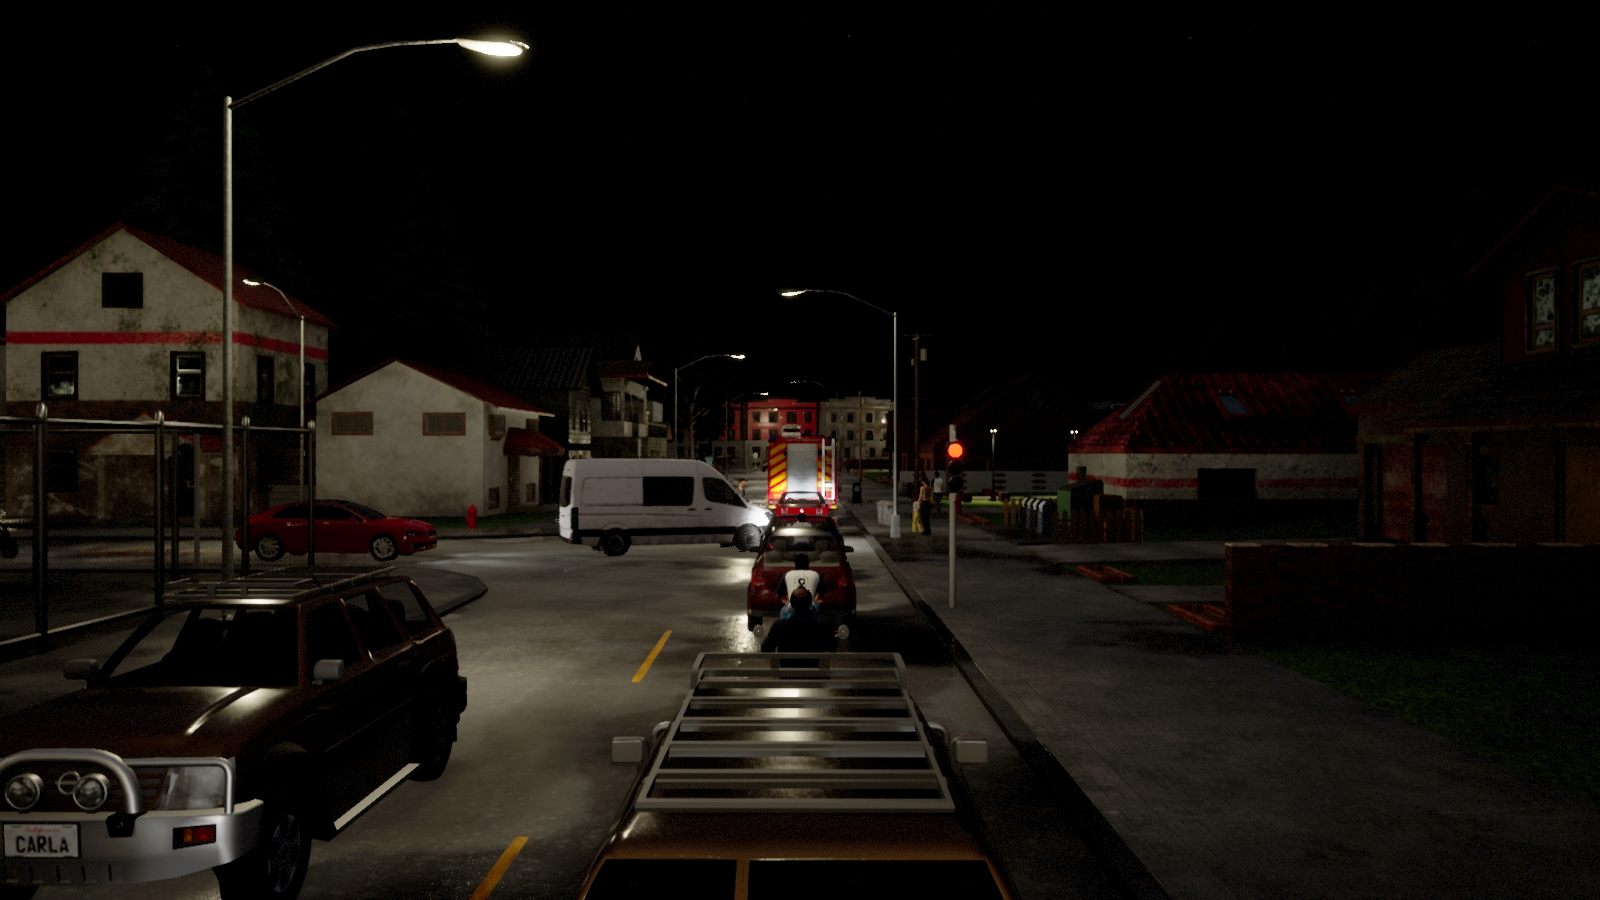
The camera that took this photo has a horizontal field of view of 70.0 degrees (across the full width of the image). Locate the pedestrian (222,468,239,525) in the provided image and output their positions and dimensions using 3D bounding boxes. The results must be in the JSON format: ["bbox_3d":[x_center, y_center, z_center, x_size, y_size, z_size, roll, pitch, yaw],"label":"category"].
[{"bbox_3d":[-18.710,1.510,37.532,0.375,1.860,0.375,0,0,0],"label":"pedestrian"}]

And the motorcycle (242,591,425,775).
[{"bbox_3d":[-3.994,1.958,9.954,0.856,1.236,1.805,0,0,0],"label":"motorcycle"}]

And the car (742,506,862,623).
[{"bbox_3d":[0.027,1.798,18.824,1.789,1.549,3.705,0,0,0],"label":"car"}]

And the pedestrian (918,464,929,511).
[{"bbox_3d":[4.948,1.506,45.873,0.375,1.860,0.375,0,0,-1],"label":"pedestrian"}]

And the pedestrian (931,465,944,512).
[{"bbox_3d":[5.406,1.507,44.977,0.375,1.860,0.375,0,0,-17],"label":"pedestrian"}]

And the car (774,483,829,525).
[{"bbox_3d":[0.072,1.919,41.664,1.895,1.301,4.718,0,0,0],"label":"car"}]

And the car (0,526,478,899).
[{"bbox_3d":[-3.983,1.640,8.349,1.932,1.855,4.605,0,0,0],"label":"car"}]

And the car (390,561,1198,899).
[{"bbox_3d":[-0.006,1.641,5.035,1.932,1.855,4.605,0,0,0],"label":"car"}]

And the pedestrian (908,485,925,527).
[{"bbox_3d":[3.726,1.791,36.468,0.375,1.300,0.375,0,0,-43],"label":"pedestrian"}]

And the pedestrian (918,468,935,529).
[{"bbox_3d":[3.966,1.512,35.748,0.375,1.860,0.375,0,0,-26],"label":"pedestrian"}]

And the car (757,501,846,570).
[{"bbox_3d":[0.042,1.918,26.664,1.895,1.301,4.718,0,0,0],"label":"car"}]

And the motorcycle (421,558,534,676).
[{"bbox_3d":[-3.894,1.987,13.966,0.803,1.145,2.033,0,0,0],"label":"motorcycle"}]

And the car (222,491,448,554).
[{"bbox_3d":[-11.866,1.830,29.425,4.892,1.480,2.231,0,0,0],"label":"car"}]

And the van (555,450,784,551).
[{"bbox_3d":[-3.566,1.303,31.372,5.915,2.561,1.988,0,0,-22],"label":"van"}]

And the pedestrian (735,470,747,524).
[{"bbox_3d":[-2.036,1.613,39.434,0.375,1.860,0.375,0,0,9],"label":"pedestrian"}]
